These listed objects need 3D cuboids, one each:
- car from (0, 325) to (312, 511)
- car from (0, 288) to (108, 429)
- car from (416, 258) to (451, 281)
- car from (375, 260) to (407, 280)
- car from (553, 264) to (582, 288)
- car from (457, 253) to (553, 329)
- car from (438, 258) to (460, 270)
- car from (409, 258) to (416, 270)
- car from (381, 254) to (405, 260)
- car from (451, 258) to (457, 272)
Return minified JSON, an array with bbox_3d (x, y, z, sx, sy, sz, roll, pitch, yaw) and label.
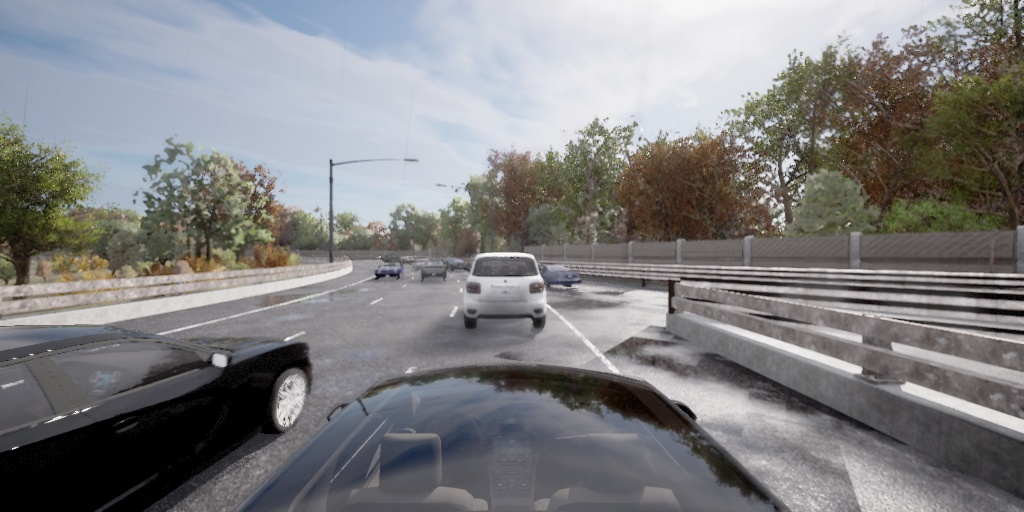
[{"bbox_3d":[-3.479,1.225,2.481,1.882,1.535,5.008,0,0,2],"label":"car"},{"bbox_3d":[-6.983,1.239,2.764,2.128,1.511,4.902,0,0,2],"label":"car"},{"bbox_3d":[-6.191,1.104,28.320,2.128,1.511,4.902,0,0,-12],"label":"car"},{"bbox_3d":[-10.034,1.208,29.566,1.895,1.301,4.718,0,0,-13],"label":"car"},{"bbox_3d":[2.047,1.189,22.269,2.033,1.411,5.357,0,0,-29],"label":"car"},{"bbox_3d":[-0.231,0.921,11.245,2.150,2.045,5.566,0,0,-2],"label":"car"},{"bbox_3d":[-8.257,1.020,46.748,1.837,1.490,4.892,0,0,-21],"label":"car"},{"bbox_3d":[-11.503,1.124,45.594,1.895,1.301,4.718,0,0,-22],"label":"car"},{"bbox_3d":[-15.687,0.742,46.516,2.150,2.045,5.566,0,0,-23],"label":"car"},{"bbox_3d":[-6.580,1.064,42.444,1.812,1.442,4.674,0,0,-20],"label":"car"}]
